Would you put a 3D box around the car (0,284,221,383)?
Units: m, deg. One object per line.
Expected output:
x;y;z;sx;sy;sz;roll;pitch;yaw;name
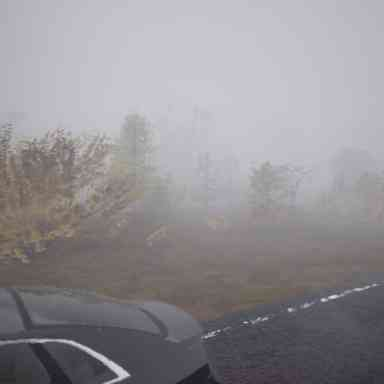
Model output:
-2.049;1.498;1.918;4.892;1.490;1.837;1;0;-35;car
